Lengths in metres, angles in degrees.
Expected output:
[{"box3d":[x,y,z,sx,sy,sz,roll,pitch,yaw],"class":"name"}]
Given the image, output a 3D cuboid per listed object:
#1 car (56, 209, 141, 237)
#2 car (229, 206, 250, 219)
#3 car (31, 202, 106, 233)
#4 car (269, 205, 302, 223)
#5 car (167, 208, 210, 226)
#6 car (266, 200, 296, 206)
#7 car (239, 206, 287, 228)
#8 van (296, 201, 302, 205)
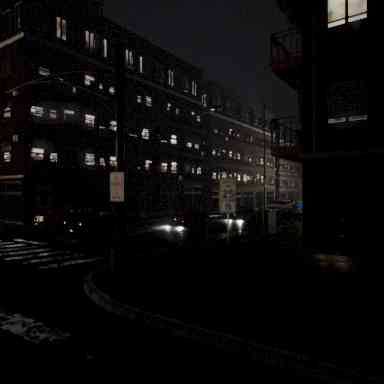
[{"box3d":[-5.435,1.884,20.320,1.895,1.301,4.718,0,-1,36],"class":"car"},{"box3d":[5.519,2.196,35.967,1.994,1.385,4.181,0,-1,34],"class":"car"},{"box3d":[-7.697,1.604,21.603,2.192,1.841,5.009,-1,-2,35],"class":"car"},{"box3d":[8.951,2.121,30.839,2.008,1.369,4.403,-2,-2,35],"class":"car"},{"box3d":[-0.195,2.013,27.793,1.994,1.385,4.181,0,-1,34],"class":"car"},{"box3d":[11.696,2.050,44.712,2.150,2.045,5.566,0,-1,35],"class":"car"},{"box3d":[5.694,2.048,26.179,1.802,1.307,4.206,-2,-2,35],"class":"car"},{"box3d":[18.357,2.463,58.868,1.690,1.788,3.998,-1,-2,35],"class":"van"}]
